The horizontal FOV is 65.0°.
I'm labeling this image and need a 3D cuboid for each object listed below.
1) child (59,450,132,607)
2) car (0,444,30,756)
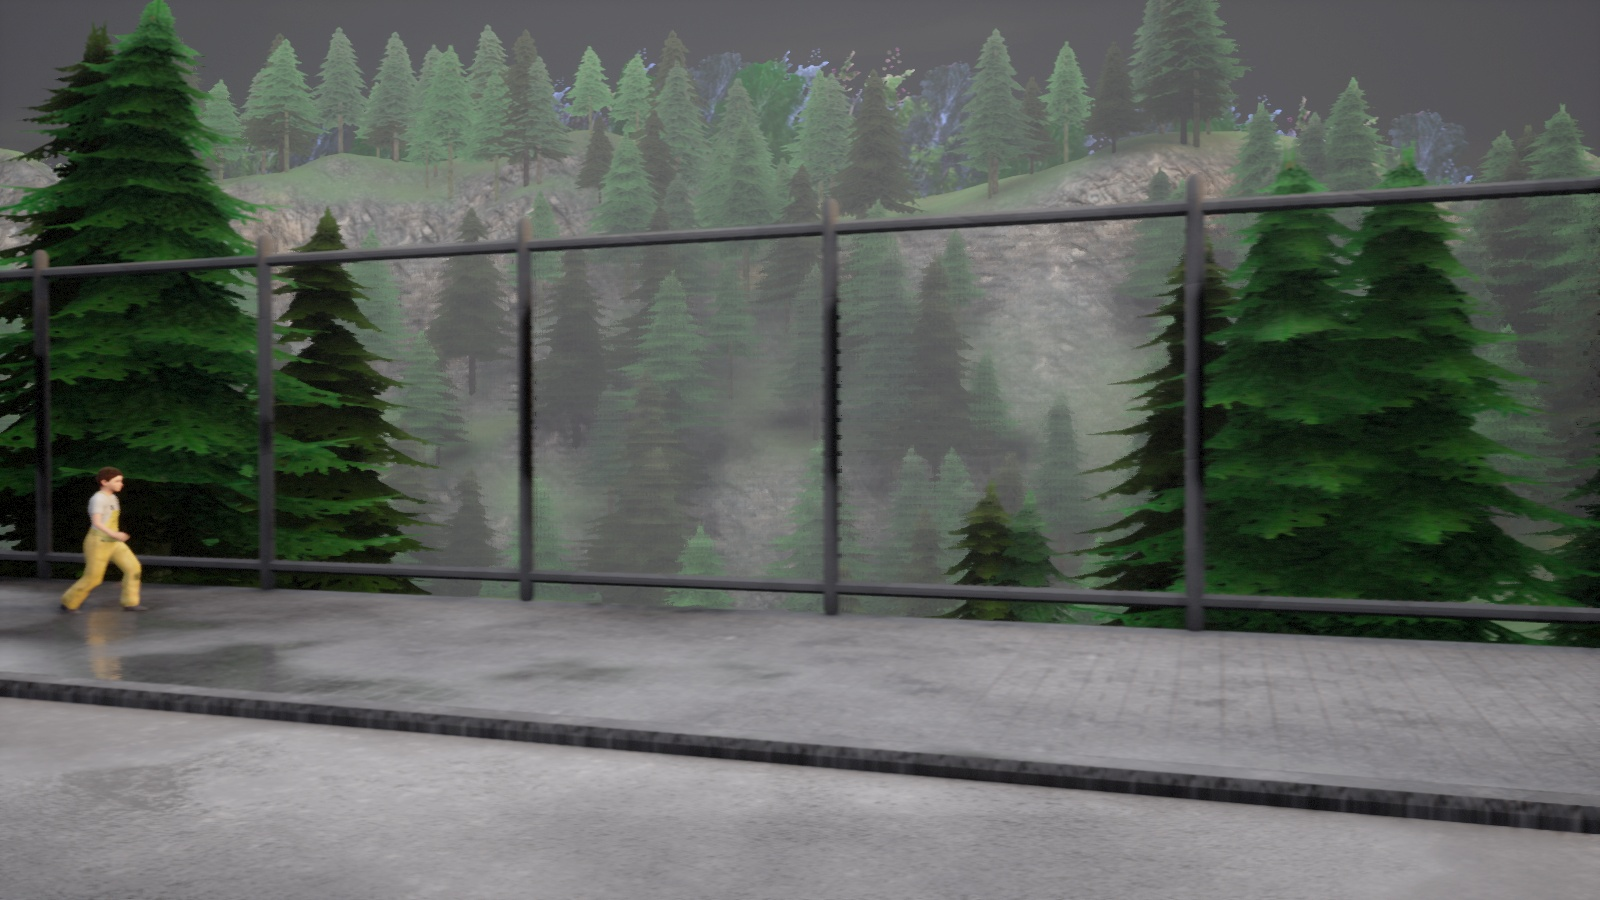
[{"bbox_3d":[-5.742,0.631,10.247,0.437,1.263,0.270,0,1,-1],"label":"child"},{"bbox_3d":[-6.375,0.708,5.862,4.792,1.488,2.163,1,1,19],"label":"car"}]
